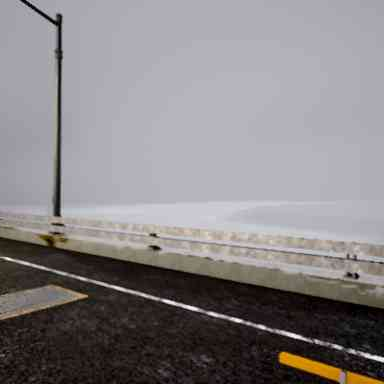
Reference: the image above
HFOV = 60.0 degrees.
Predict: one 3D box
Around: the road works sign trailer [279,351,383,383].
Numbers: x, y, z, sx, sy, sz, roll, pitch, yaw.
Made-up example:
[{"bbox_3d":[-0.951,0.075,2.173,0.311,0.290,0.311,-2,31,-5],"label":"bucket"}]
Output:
[{"bbox_3d":[2.125,0.512,2.800,2.880,3.560,2.380,0,-1,37],"label":"road works sign trailer"}]
